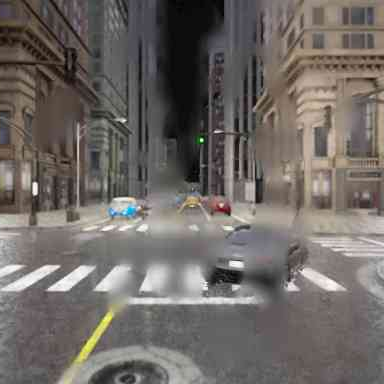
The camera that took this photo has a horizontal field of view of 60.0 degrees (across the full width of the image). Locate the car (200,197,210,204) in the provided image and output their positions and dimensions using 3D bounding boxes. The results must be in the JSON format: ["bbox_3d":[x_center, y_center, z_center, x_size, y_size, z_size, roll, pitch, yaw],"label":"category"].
[{"bbox_3d":[2.775,1.767,71.535,1.802,1.307,4.206,0,0,0],"label":"car"}]

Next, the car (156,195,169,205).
[{"bbox_3d":[-5.751,1.483,66.091,2.192,1.841,5.009,0,0,0],"label":"car"}]

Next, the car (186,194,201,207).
[{"bbox_3d":[0.109,1.614,55.702,1.882,1.535,5.008,0,0,0],"label":"car"}]

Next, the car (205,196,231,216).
[{"bbox_3d":[2.769,1.386,33.451,2.192,1.841,5.009,0,0,0],"label":"car"}]

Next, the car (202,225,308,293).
[{"bbox_3d":[1.892,1.605,9.173,1.994,1.385,4.181,0,-1,27],"label":"car"}]

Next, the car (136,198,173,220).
[{"bbox_3d":[-3.091,1.548,28.354,2.128,1.511,4.902,0,0,0],"label":"car"}]

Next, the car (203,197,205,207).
[{"bbox_3d":[2.770,1.401,38.892,2.192,1.841,5.009,0,0,0],"label":"car"}]

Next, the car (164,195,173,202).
[{"bbox_3d":[-5.749,1.661,82.414,1.967,1.590,4.097,0,0,0],"label":"car"}]

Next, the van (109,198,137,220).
[{"bbox_3d":[-5.757,1.398,28.002,1.690,1.788,3.998,0,0,0],"label":"van"}]

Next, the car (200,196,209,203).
[{"bbox_3d":[2.775,1.746,76.976,1.887,1.381,4.507,0,0,0],"label":"car"}]

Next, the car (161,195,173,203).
[{"bbox_3d":[-5.750,1.516,76.973,2.192,1.841,5.009,0,0,0],"label":"car"}]

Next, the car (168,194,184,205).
[{"bbox_3d":[-2.990,1.652,63.180,1.882,1.535,5.008,0,0,0],"label":"car"}]

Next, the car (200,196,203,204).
[{"bbox_3d":[2.772,1.686,55.213,2.008,1.369,4.403,0,0,0],"label":"car"}]

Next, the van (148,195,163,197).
[{"bbox_3d":[-5.754,1.460,49.767,1.690,1.788,3.998,0,0,0],"label":"van"}]

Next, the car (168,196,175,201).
[{"bbox_3d":[-5.749,1.855,93.294,1.802,1.307,4.206,0,0,0],"label":"car"}]

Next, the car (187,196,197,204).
[{"bbox_3d":[0.011,1.655,69.022,1.882,1.535,5.008,0,0,0],"label":"car"}]

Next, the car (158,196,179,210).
[{"bbox_3d":[-3.082,1.607,44.432,1.837,1.490,4.892,0,0,0],"label":"car"}]
